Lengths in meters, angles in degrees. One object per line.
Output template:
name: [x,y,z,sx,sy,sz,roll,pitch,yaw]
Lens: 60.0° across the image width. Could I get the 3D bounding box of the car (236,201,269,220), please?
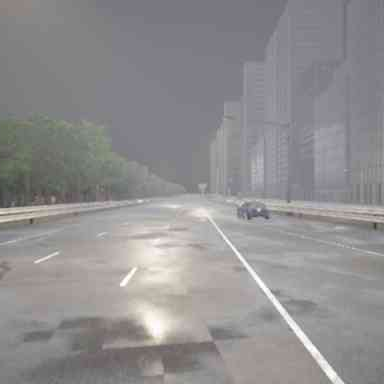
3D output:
car: [5.745,1.685,32.018,2.097,1.767,4.553,0,0,-8]
